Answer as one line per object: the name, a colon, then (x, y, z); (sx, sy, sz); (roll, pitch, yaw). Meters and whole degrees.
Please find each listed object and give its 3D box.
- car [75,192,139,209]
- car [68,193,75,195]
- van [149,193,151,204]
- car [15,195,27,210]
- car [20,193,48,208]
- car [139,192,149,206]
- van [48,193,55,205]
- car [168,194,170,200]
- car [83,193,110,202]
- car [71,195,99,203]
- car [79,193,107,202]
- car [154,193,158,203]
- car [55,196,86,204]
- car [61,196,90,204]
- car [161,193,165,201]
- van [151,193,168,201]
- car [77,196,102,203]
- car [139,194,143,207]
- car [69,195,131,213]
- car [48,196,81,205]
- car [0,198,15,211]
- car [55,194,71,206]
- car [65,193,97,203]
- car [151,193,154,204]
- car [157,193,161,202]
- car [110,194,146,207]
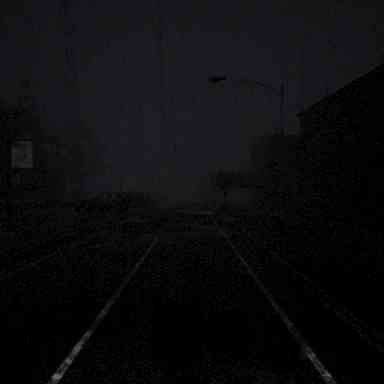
car: (-8.870, 1.059, 34.993); (5.566, 2.045, 2.435); (0, 0, 0)
car: (-21.738, 1.373, 54.500); (5.366, 1.575, 1.946); (0, 0, 0)
van: (-8.724, 1.123, 49.008); (4.442, 1.987, 1.878); (0, 0, 0)
car: (-21.921, 1.353, 37.794); (4.674, 1.452, 2.002); (0, 0, 0)
car: (-21.887, 1.200, 43.362); (4.553, 1.767, 2.185); (0, 0, 0)
car: (-8.866, 1.074, 43.403); (5.566, 2.045, 2.435); (0, 0, 0)
van: (-22.034, 1.110, 46.143); (4.442, 1.987, 1.878); (0, 0, 0)
car: (-8.852, 1.607, 85.446); (4.792, 1.488, 2.163); (0, 0, 0)
car: (-21.922, 1.258, 76.657); (5.566, 2.045, 2.435); (0, 0, 0)
car: (-21.935, 1.449, 68.425); (5.008, 1.535, 2.097); (0, 0, 0)
car: (-21.918, 1.236, 73.996); (5.566, 2.045, 2.435); (0, 0, 0)
car: (-8.842, 1.389, 57.417); (5.008, 1.535, 2.097); (0, 0, 0)
car: (-21.901, 1.433, 60.071); (4.792, 1.488, 2.163); (0, 0, 0)
car: (-21.962, 1.446, 62.856); (4.792, 1.488, 2.163); (0, 0, 0)
car: (-8.859, 1.467, 71.433); (5.008, 1.535, 2.097); (0, 0, 0)
van: (-8.772, 1.397, 91.054); (4.442, 1.987, 1.878); (0, 0, 0)
car: (-21.941, 1.506, 71.086); (4.674, 1.452, 2.002); (0, 0, 0)
car: (-8.845, 1.317, 40.597); (4.892, 1.521, 2.231); (0, 0, 0)
car: (-8.837, 1.313, 32.192); (4.892, 1.521, 2.231); (0, 0, 0)
car: (-21.921, 1.390, 57.286); (5.008, 1.535, 2.097); (0, 0, 0)
car: (-21.926, 1.310, 35.007); (5.008, 1.535, 2.097); (0, 0, 0)
car: (-21.919, 1.403, 51.714); (4.674, 1.452, 2.002); (0, 0, 0)
car: (-21.909, 1.180, 65.640); (5.566, 2.045, 2.435); (0, 0, 0)
car: (-8.836, 1.363, 51.811); (4.892, 1.521, 2.231); (0, 0, 0)
car: (-8.879, 1.151, 60.222); (5.566, 2.045, 2.435); (0, 0, 0)
car: (-8.807, 1.210, 46.203); (4.553, 1.767, 2.185); (0, 0, 0)
